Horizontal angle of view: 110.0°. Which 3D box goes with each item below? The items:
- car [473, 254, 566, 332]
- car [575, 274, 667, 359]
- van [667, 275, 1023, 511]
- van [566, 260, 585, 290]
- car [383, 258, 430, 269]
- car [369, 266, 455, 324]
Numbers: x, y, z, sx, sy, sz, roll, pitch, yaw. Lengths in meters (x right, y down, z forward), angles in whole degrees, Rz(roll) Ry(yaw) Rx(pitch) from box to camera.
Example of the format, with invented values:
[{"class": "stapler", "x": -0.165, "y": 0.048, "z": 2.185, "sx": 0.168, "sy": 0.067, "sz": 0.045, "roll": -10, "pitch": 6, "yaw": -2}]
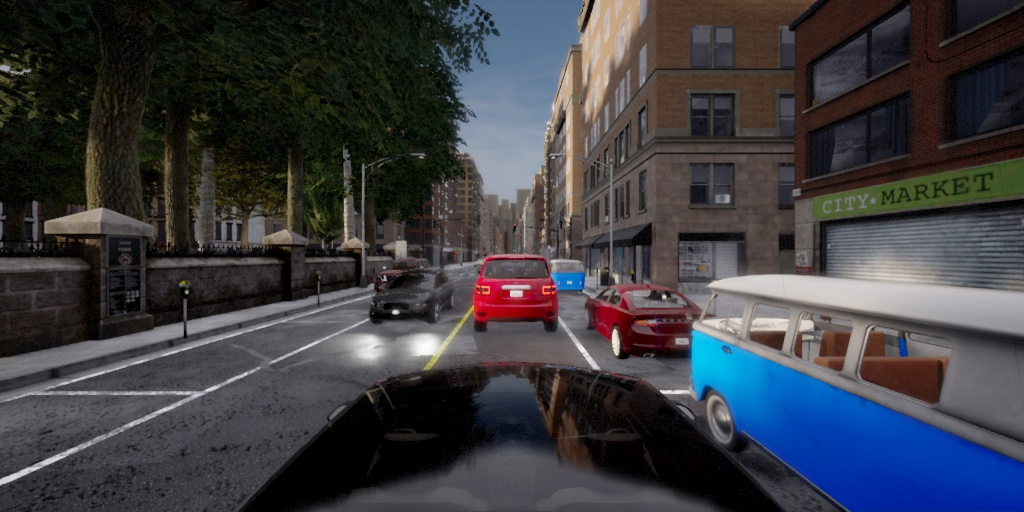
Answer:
[{"class": "car", "x": 0.093, "y": 0.968, "z": 10.998, "sx": 2.150, "sy": 2.045, "sz": 5.566, "roll": 0, "pitch": 0, "yaw": 0}, {"class": "car", "x": 2.854, "y": 1.293, "z": 8.240, "sx": 1.888, "sy": 1.381, "sz": 4.507, "roll": 0, "pitch": 0, "yaw": 0}, {"class": "van", "x": 2.856, "y": 1.091, "z": 2.579, "sx": 1.690, "sy": 1.789, "sz": 3.998, "roll": 0, "pitch": 0, "yaw": 0}, {"class": "van", "x": 2.848, "y": 1.082, "z": 19.561, "sx": 1.690, "sy": 1.789, "sz": 3.998, "roll": 0, "pitch": 0, "yaw": 0}, {"class": "car", "x": -5.676, "y": 1.056, "z": 19.517, "sx": 2.192, "sy": 1.841, "sz": 5.009, "roll": 0, "pitch": 0, "yaw": 0}, {"class": "car", "x": -3.100, "y": 1.252, "z": 11.986, "sx": 1.837, "sy": 1.490, "sz": 4.892, "roll": 0, "pitch": 0, "yaw": 0}]
